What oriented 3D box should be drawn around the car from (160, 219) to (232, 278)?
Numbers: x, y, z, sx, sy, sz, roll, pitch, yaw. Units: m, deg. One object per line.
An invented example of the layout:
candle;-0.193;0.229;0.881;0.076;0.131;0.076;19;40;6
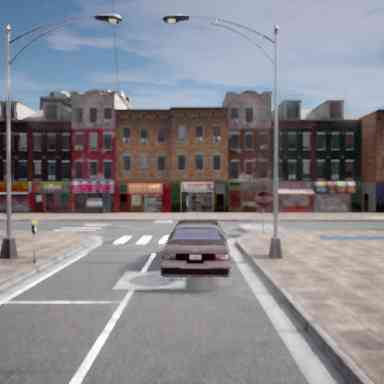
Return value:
car;0.195;1.550;10.182;2.033;1.411;5.357;0;0;3
